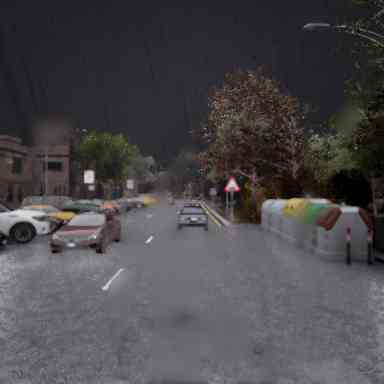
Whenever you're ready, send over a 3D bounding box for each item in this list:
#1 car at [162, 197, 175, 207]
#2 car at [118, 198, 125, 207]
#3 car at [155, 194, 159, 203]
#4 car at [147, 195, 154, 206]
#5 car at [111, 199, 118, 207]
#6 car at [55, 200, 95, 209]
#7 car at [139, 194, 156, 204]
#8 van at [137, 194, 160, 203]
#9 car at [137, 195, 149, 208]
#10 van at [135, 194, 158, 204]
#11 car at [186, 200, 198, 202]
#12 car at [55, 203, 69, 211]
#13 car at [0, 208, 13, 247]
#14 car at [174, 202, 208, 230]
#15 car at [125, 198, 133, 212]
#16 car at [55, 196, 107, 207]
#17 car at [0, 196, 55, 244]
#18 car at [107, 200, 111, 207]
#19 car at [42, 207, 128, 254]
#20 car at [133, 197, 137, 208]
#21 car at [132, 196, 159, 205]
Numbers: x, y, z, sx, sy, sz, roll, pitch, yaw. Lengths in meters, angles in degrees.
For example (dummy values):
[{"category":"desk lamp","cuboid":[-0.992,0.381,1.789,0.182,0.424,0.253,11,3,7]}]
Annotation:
[{"category":"car","cuboid":[-3.957,1.677,56.471,1.837,1.490,4.892,0,0,0]},{"category":"car","cuboid":[-9.283,1.432,32.800,4.553,1.767,2.185,-1,0,-20]},{"category":"car","cuboid":[-9.396,1.678,62.763,5.366,1.575,1.946,-1,0,-20]},{"category":"car","cuboid":[-9.034,1.629,50.876,5.366,1.575,1.946,-1,-1,-20]},{"category":"car","cuboid":[-9.296,1.421,29.798,4.553,1.767,2.185,-1,0,-20]},{"category":"car","cuboid":[-9.133,1.514,20.865,5.366,1.575,1.946,-1,0,-20]},{"category":"car","cuboid":[-9.034,1.642,53.877,5.366,1.575,1.946,-1,-1,-20]},{"category":"van","cuboid":[-9.395,1.385,71.777,4.442,1.987,1.878,-1,1,-20]},{"category":"car","cuboid":[-9.218,1.621,47.811,4.892,1.521,2.231,-1,-1,-20]},{"category":"van","cuboid":[-9.374,1.411,68.776,4.442,1.987,1.878,-1,1,-20]},{"category":"car","cuboid":[0.034,1.712,42.874,1.895,1.301,4.718,0,0,0]},{"category":"car","cuboid":[-9.294,1.542,17.808,4.792,1.488,2.163,-1,0,-20]},{"category":"car","cuboid":[-9.328,1.530,11.807,4.792,1.488,2.163,-1,0,-20]},{"category":"car","cuboid":[0.061,1.582,21.282,2.033,1.411,5.357,0,0,0]},{"category":"car","cuboid":[-9.211,1.597,35.819,4.792,1.488,2.163,-1,0,-20]},{"category":"car","cuboid":[-9.282,1.276,23.824,5.566,2.045,2.435,-1,-1,-20]},{"category":"car","cuboid":[-9.316,1.254,14.807,5.566,2.045,2.435,-1,0,-20]},{"category":"car","cuboid":[-9.274,1.576,26.801,4.674,1.452,2.002,-1,0,-20]},{"category":"car","cuboid":[-4.097,1.543,13.639,1.812,1.442,4.674,0,0,0]},{"category":"car","cuboid":[-9.231,1.621,38.810,4.674,1.452,2.002,-1,-1,-20]},{"category":"car","cuboid":[-9.249,1.661,65.831,5.008,1.535,2.097,-1,0,-20]}]
